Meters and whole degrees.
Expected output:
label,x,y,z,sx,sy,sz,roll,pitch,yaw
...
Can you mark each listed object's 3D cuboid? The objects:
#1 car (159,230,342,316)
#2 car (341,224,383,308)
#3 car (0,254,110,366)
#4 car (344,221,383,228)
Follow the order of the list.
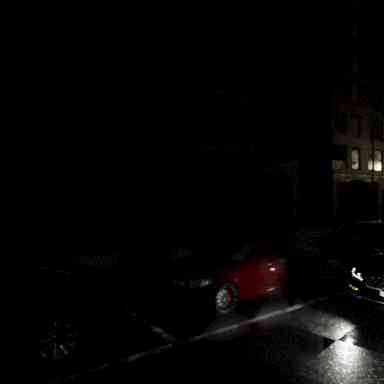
label,x,y,z,sx,sy,sz,roll,pitch,yaw
car,1.281,1.608,7.462,4.206,1.307,1.802,0,-1,-36
car,5.328,1.548,7.168,4.892,1.490,1.837,1,0,-35
car,-3.218,1.565,4.246,4.313,1.339,1.947,0,-1,-36
car,5.780,1.620,10.679,4.313,1.339,1.947,0,-1,-36
